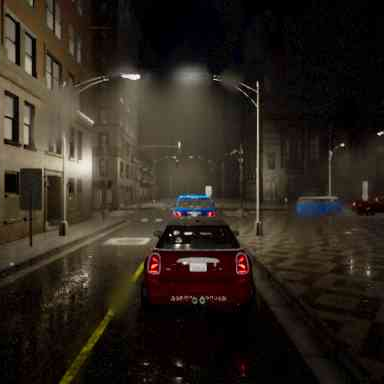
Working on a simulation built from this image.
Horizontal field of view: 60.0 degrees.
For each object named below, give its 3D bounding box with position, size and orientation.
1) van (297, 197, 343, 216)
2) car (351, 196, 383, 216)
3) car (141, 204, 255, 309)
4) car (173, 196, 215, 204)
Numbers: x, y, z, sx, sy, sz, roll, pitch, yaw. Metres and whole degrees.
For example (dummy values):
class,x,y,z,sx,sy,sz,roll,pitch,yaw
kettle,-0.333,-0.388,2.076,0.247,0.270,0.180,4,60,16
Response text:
class,x,y,z,sx,sy,sz,roll,pitch,yaw
van,11.749,1.338,30.736,3.998,1.788,1.690,0,0,-1
car,17.390,1.311,30.818,5.009,1.841,2.192,0,0,-1
car,0.108,1.343,7.989,2.097,1.767,4.553,0,0,0
car,0.114,1.200,17.846,2.150,2.045,5.566,0,0,0
